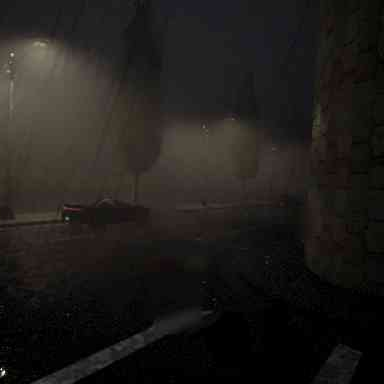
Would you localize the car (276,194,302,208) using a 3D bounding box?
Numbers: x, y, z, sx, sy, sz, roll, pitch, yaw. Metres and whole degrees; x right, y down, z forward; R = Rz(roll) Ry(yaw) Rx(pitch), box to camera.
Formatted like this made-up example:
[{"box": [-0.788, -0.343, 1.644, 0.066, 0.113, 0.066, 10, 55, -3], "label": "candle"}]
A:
[{"box": [11.319, 1.005, 38.766, 1.837, 1.490, 4.892, 4, 2, 35], "label": "car"}]

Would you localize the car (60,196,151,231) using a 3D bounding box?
[{"box": [-4.093, 0.956, 16.622, 2.128, 1.511, 4.902, 4, 2, 35], "label": "car"}]
